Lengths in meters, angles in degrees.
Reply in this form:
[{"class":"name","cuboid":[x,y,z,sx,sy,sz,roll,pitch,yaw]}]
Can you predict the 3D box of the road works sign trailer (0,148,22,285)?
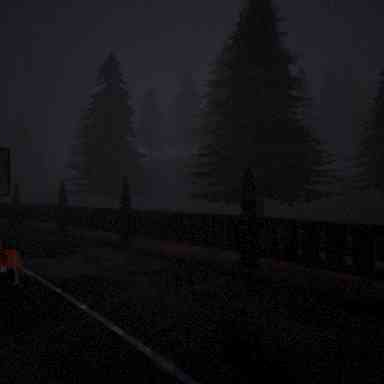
[{"class":"road works sign trailer","cuboid":[-6.024,0.515,8.537,2.380,3.560,2.880,0,0,-45]}]
